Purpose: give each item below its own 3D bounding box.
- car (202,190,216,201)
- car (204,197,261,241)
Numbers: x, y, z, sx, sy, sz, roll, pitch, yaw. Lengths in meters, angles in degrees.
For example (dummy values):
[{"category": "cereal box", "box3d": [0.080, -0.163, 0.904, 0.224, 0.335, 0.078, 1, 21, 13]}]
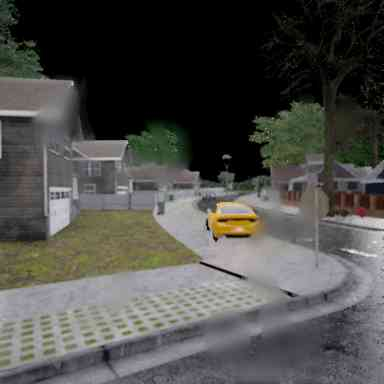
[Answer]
[{"category": "car", "box3d": [2.835, 0.494, 55.097, 2.097, 1.767, 4.553, -1, 1, 6]}, {"category": "car", "box3d": [1.761, 1.206, 15.063, 1.882, 1.535, 5.008, 0, 1, -1]}]
